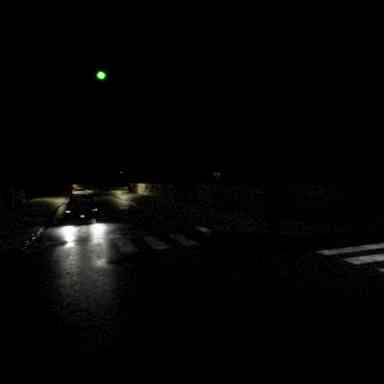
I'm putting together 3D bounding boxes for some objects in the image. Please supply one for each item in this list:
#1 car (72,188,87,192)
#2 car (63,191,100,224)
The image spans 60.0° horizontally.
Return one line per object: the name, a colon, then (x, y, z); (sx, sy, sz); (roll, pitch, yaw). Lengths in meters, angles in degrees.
car: (-15.964, 0.160, 47.295); (1.812, 1.442, 4.674); (-3, 3, -18)
car: (-6.573, 0.940, 19.799); (1.812, 1.442, 4.674); (-3, 2, -19)
